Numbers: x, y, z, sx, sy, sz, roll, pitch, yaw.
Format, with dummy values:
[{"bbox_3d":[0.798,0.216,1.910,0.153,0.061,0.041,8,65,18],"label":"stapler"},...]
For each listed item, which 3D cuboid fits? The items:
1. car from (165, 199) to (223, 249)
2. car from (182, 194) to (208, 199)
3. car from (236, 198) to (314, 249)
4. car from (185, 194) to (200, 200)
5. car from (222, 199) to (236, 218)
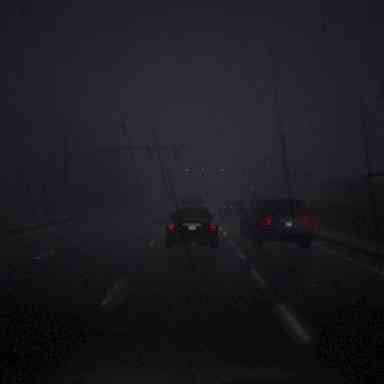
[{"bbox_3d":[0.000,1.365,14.620,2.097,1.767,4.553,0,0,0],"label":"car"},{"bbox_3d":[0.000,1.257,29.680,2.150,2.045,5.566,0,0,0],"label":"car"},{"bbox_3d":[3.500,1.257,14.680,2.150,2.045,5.566,0,0,0],"label":"car"},{"bbox_3d":[0.100,1.349,94.451,2.097,1.767,4.553,0,0,31],"label":"car"},{"bbox_3d":[3.500,1.365,29.620,2.097,1.767,4.553,0,0,0],"label":"car"}]
